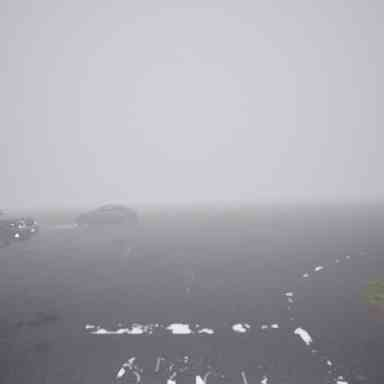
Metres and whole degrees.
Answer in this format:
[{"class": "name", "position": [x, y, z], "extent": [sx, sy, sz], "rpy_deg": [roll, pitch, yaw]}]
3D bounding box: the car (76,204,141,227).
[{"class": "car", "position": [-5.535, 1.520, 22.257], "extent": [4.181, 1.385, 1.994], "rpy_deg": [-2, 1, 0]}]

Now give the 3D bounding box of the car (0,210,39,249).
[{"class": "car", "position": [-10.084, 1.530, 15.249], "extent": [5.566, 2.045, 2.150], "rpy_deg": [-3, 1, 0]}]
